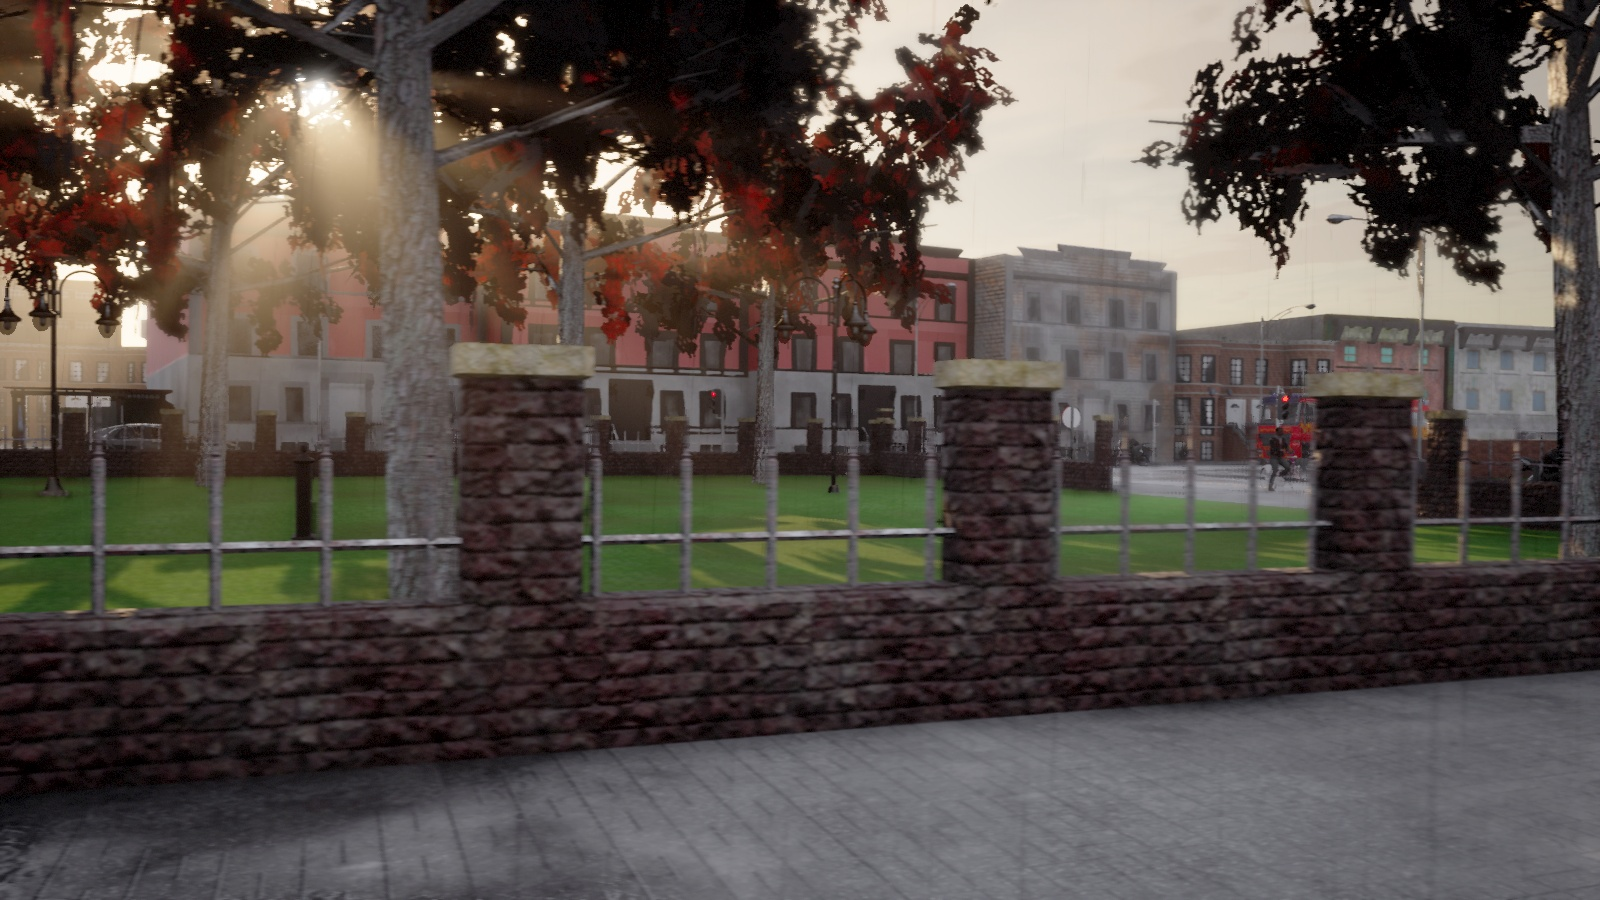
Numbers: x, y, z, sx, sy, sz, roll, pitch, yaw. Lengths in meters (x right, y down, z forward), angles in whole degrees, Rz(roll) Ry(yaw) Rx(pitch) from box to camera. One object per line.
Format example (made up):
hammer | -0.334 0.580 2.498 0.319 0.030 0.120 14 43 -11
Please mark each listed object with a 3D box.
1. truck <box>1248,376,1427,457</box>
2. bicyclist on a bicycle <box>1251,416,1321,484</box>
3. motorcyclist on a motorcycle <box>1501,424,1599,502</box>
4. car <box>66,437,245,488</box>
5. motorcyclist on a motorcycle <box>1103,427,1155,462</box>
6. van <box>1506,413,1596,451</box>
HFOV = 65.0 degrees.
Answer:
truck | 26.588 -1.657 62.045 8.468 3.827 2.891 -1 1 -20
bicyclist on a bicycle | 12.950 -0.013 33.502 0.659 1.776 1.843 -1 1 -21
motorcyclist on a motorcycle | 15.772 0.244 25.931 0.866 1.530 2.191 -1 1 -22
car | -20.498 0.372 40.184 4.892 1.490 1.837 -1 1 -20
motorcyclist on a motorcycle | 15.130 -0.265 57.725 2.191 1.530 0.866 -1 1 -22
van | 40.126 -0.966 67.098 4.442 1.987 1.775 -1 1 -20
